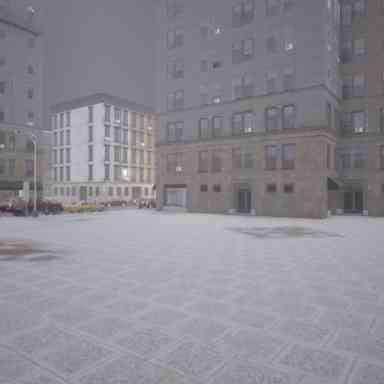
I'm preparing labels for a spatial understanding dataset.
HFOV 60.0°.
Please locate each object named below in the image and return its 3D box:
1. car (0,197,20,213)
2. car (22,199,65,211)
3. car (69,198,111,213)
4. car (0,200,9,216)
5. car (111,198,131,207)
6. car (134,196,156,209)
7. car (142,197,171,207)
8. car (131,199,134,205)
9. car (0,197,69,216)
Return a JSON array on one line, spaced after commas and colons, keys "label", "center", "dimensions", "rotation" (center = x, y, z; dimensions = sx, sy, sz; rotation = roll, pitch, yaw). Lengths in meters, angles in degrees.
[{"label": "car", "center": [-21.251, 1.430, 36.212], "dimensions": [1.967, 1.590, 4.097], "rotation": [0, 0, 36]}, {"label": "car", "center": [-18.070, 1.542, 40.588], "dimensions": [2.008, 1.369, 4.403], "rotation": [0, 0, 36]}, {"label": "car", "center": [-11.479, 1.554, 36.007], "dimensions": [1.752, 1.417, 4.829], "rotation": [0, 0, 36]}, {"label": "car", "center": [-17.941, 1.577, 27.118], "dimensions": [2.008, 1.369, 4.403], "rotation": [0, 0, 36]}, {"label": "car", "center": [-11.709, 1.539, 49.339], "dimensions": [1.887, 1.381, 4.507], "rotation": [0, 0, 36]}, {"label": "car", "center": [-5.218, 1.472, 44.620], "dimensions": [1.967, 1.590, 4.097], "rotation": [0, 0, 36]}, {"label": "car", "center": [-5.608, 1.516, 53.344], "dimensions": [1.837, 1.490, 4.892], "rotation": [0, 0, 36]}, {"label": "car", "center": [-8.528, 1.436, 53.714], "dimensions": [1.967, 1.590, 4.097], "rotation": [0, 0, 36]}, {"label": "car", "center": [-14.759, 1.342, 31.493], "dimensions": [2.192, 1.841, 5.009], "rotation": [0, 0, 36]}]
